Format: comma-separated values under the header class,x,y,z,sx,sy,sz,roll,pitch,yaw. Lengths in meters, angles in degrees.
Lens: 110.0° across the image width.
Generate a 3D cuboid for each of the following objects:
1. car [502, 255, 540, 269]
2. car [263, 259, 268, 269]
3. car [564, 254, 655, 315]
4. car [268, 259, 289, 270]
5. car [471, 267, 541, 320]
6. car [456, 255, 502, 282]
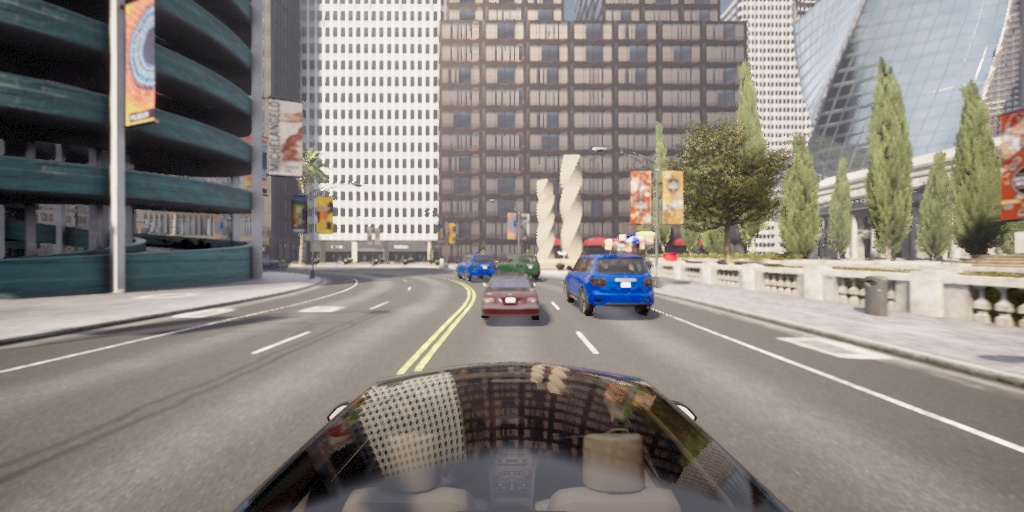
class,x,y,z,sx,sy,sz,roll,pitch,yaw
car,0.431,0.915,29.586,2.150,2.045,5.566,0,0,-21
car,-35.305,1.260,47.125,4.718,1.301,1.895,0,0,10
car,3.398,0.948,13.529,2.150,2.045,5.566,0,0,-1
car,-33.804,1.178,50.360,4.674,1.442,1.812,0,0,12
car,-0.079,1.275,12.534,2.033,1.411,5.357,0,0,-1
car,-2.936,0.917,28.624,2.150,2.045,5.566,0,0,-21
